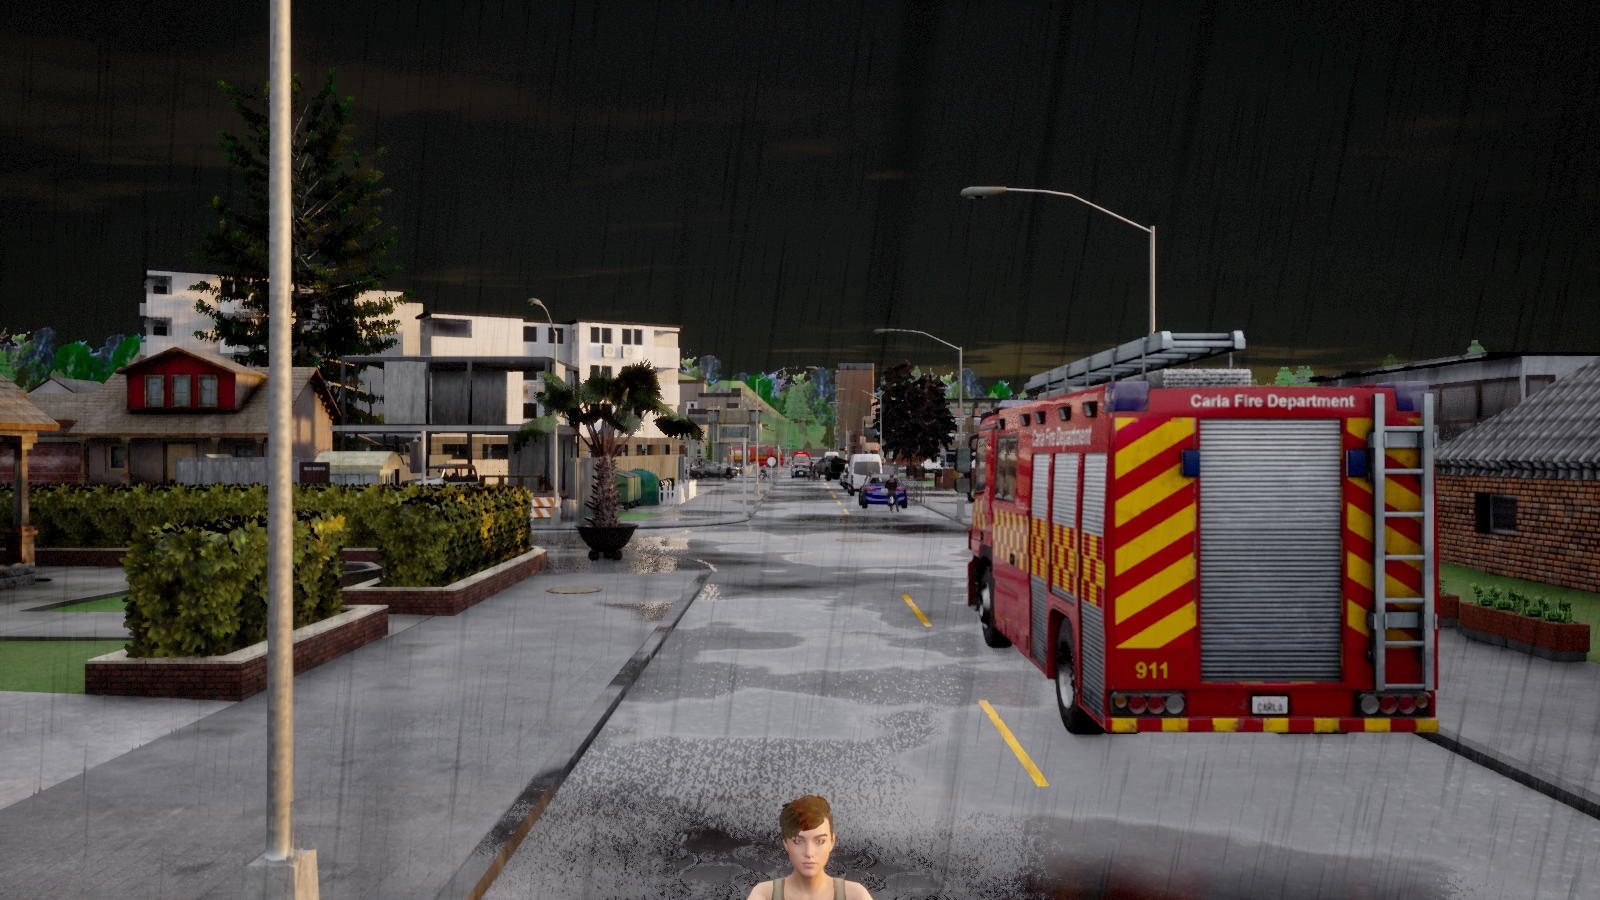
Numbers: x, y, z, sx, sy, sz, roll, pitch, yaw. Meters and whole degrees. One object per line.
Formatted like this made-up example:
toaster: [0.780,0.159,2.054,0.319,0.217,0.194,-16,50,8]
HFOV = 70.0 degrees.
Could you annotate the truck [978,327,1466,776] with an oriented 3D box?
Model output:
truck: [4.261,0.888,13.992,2.891,3.827,8.468,0,0,0]

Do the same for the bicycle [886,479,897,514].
bicycle: [4.077,2.060,50.936,0.329,1.471,1.835,0,0,0]

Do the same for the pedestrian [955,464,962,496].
pedestrian: [9.294,1.744,67.061,0.375,1.860,0.375,0,0,1]

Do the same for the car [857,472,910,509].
car: [4.046,1.967,56.171,2.242,1.667,4.611,0,0,0]

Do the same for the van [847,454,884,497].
van: [4.045,1.534,71.355,1.988,2.561,5.915,0,0,0]

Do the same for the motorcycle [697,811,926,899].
motorcycle: [0.039,2.155,3.558,0.764,1.307,2.356,0,0,0]
